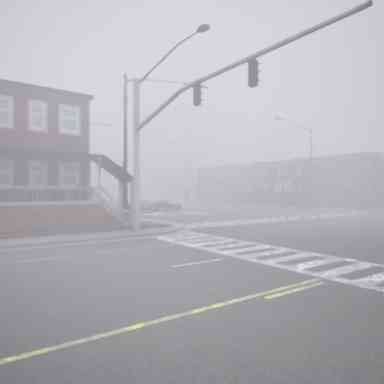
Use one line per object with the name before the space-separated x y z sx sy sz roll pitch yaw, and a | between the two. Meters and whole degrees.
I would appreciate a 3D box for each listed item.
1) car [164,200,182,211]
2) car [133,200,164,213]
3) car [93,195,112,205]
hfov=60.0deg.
car | -3.111 1.556 39.482 1.895 1.301 4.718 0 0 -36
car | -5.221 1.525 36.419 1.994 1.385 4.181 0 0 -35
car | -15.263 1.306 56.666 2.097 1.767 4.553 0 0 -36
